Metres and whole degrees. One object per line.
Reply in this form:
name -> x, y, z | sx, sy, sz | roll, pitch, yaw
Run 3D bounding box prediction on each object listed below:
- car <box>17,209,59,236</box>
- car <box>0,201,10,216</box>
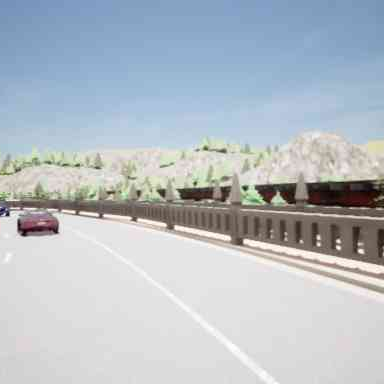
car -> -9.341, 1.722, 20.081 | 1.994, 1.385, 4.181 | -2, 0, -31
car -> -21.361, 1.757, 36.028 | 2.097, 1.767, 4.553 | -2, 0, -42
